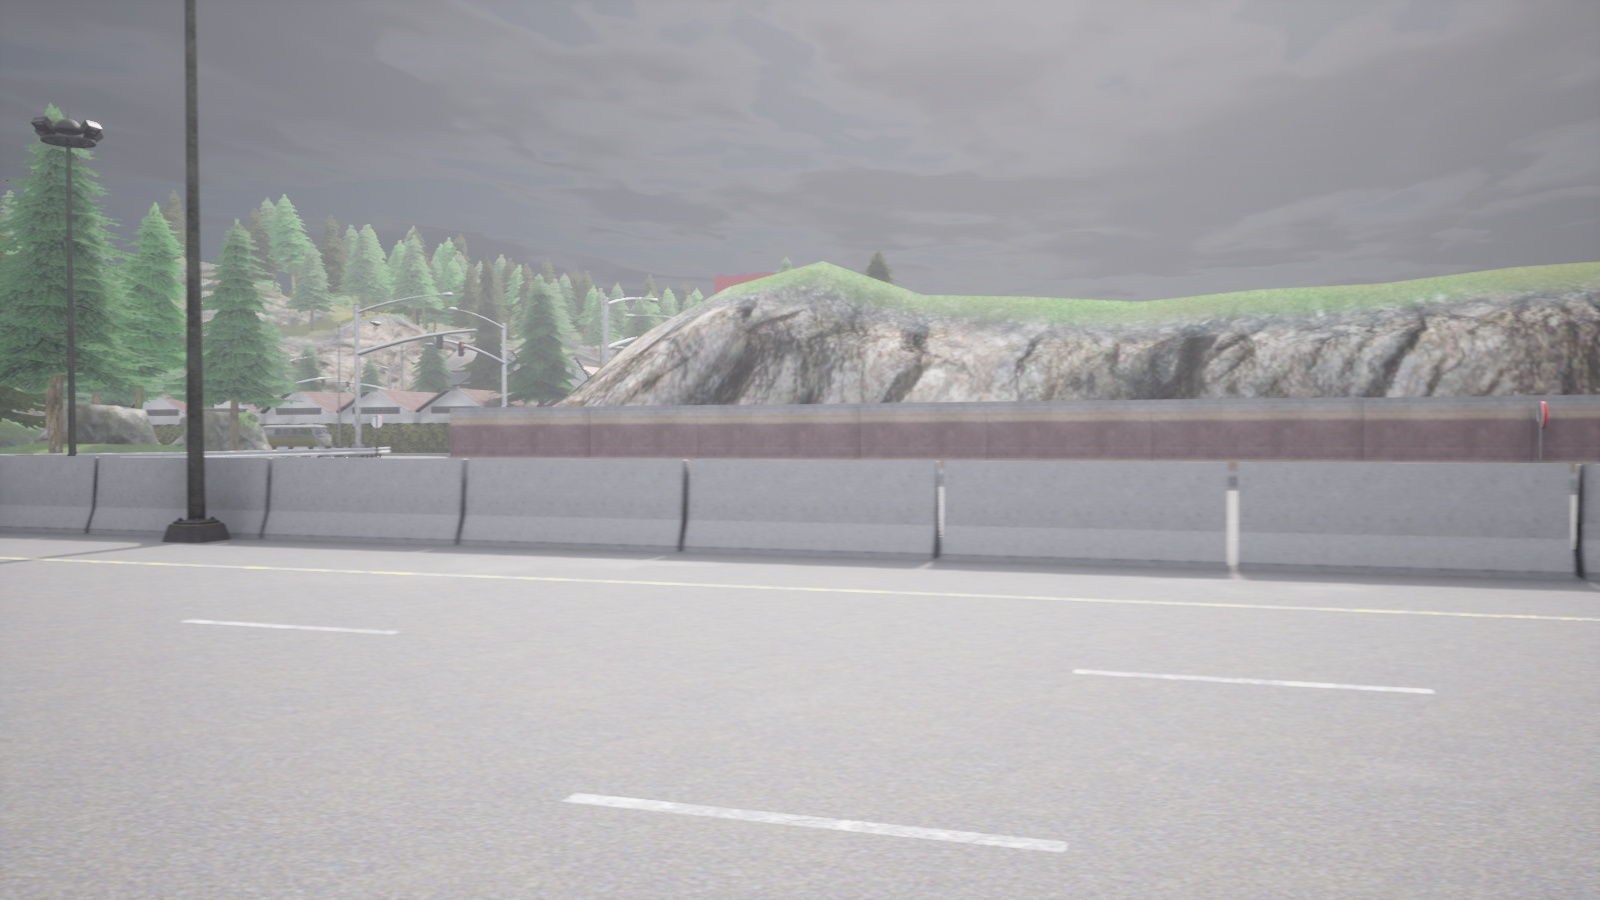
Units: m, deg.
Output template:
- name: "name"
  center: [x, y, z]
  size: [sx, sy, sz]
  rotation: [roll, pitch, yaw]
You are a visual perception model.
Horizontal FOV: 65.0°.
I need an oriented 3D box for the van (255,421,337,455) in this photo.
- name: "van"
  center: [-29.952, -0.733, 74.644]
  size: [4.442, 1.987, 1.775]
  rotation: [1, 1, 19]
